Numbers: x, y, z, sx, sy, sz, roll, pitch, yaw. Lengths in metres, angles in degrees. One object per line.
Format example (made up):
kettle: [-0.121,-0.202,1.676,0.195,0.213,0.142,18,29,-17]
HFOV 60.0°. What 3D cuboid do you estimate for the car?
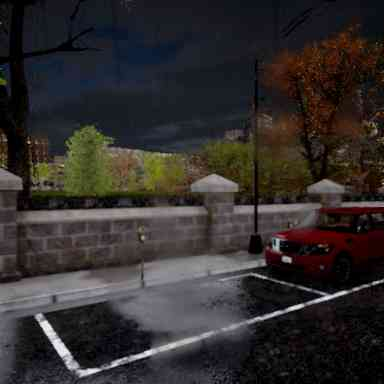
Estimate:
car: [4.399,1.370,9.698,5.009,1.841,2.192,0,-1,-35]
